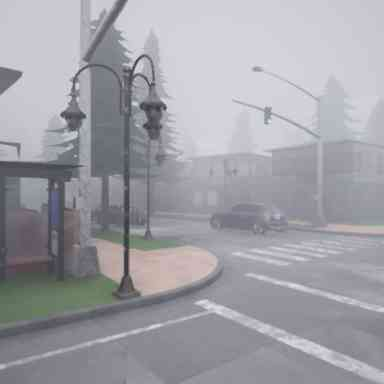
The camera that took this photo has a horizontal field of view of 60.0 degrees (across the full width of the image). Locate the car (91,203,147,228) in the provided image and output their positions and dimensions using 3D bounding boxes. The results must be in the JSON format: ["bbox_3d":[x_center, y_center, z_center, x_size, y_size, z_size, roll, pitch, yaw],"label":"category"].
[{"bbox_3d":[-4.961,1.515,22.389,4.892,1.490,1.837,0,0,43],"label":"car"}]

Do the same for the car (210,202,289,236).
[{"bbox_3d":[3.131,1.377,19.076,2.097,1.767,4.553,0,0,-40],"label":"car"}]
